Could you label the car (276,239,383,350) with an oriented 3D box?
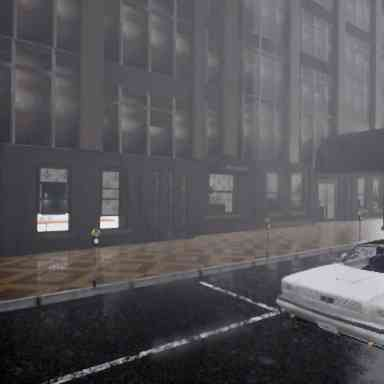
[{"bbox_3d":[3.715,1.602,5.990,4.718,1.301,1.895,0,0,-35],"label":"car"}]
